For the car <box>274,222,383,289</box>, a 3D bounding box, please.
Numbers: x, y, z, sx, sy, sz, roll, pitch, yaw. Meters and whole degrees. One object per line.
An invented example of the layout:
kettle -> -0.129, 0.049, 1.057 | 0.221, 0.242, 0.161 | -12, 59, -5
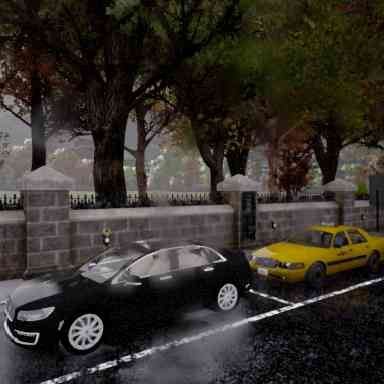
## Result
car -> 3.607, 1.526, 9.148 | 4.829, 1.417, 1.752 | 0, 0, -36

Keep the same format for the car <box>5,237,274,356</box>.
car -> -0.834, 1.551, 5.970 | 4.403, 1.369, 2.008 | 0, 0, -36
